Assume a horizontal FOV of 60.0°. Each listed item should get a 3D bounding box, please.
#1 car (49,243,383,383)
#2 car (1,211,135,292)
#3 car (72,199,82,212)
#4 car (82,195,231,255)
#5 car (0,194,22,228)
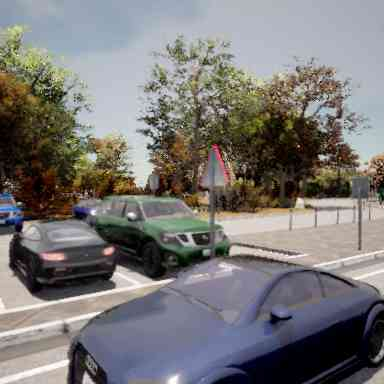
[{"bbox_3d":[0.689,1.557,4.170,4.181,1.385,1.994,0,0,-35],"label":"car"},{"bbox_3d":[-3.533,1.448,8.781,2.002,1.452,4.674,0,0,-36],"label":"car"},{"bbox_3d":[-6.388,1.246,22.175,2.185,1.767,4.553,1,0,-36],"label":"car"},{"bbox_3d":[-1.234,1.143,10.420,2.435,2.045,5.566,0,0,-36],"label":"car"},{"bbox_3d":[-11.084,1.157,18.804,2.435,2.045,5.566,0,0,-36],"label":"car"}]
